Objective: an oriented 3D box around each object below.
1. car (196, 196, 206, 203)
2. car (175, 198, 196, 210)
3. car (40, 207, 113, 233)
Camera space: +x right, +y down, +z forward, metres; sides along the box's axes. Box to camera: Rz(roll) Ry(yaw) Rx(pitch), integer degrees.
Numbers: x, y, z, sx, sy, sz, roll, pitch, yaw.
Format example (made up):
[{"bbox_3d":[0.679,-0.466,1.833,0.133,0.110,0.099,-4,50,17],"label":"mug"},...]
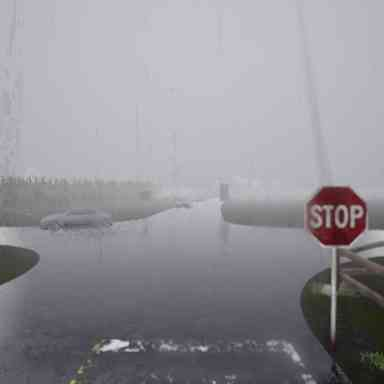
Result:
[{"bbox_3d":[1.759,1.422,67.135,1.895,1.301,4.718,0,0,8],"label":"car"},{"bbox_3d":[-0.961,1.536,42.327,1.895,1.301,4.718,0,0,5],"label":"car"},{"bbox_3d":[-6.911,1.626,20.125,4.181,1.385,1.994,-1,2,-18],"label":"car"}]
